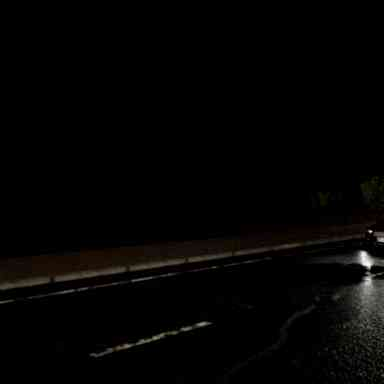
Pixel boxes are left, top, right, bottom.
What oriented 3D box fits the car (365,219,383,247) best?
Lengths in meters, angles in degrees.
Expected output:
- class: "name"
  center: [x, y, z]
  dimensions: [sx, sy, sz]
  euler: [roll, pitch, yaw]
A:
- class: "car"
  center: [9.280, 1.582, 14.175]
  dimensions: [4.902, 1.511, 2.128]
  euler: [0, 0, -36]
